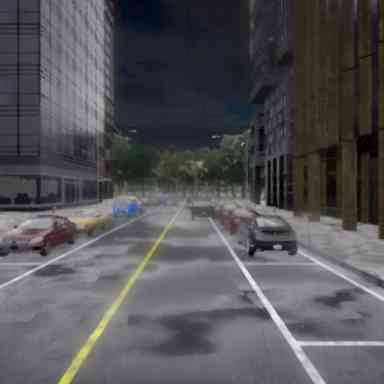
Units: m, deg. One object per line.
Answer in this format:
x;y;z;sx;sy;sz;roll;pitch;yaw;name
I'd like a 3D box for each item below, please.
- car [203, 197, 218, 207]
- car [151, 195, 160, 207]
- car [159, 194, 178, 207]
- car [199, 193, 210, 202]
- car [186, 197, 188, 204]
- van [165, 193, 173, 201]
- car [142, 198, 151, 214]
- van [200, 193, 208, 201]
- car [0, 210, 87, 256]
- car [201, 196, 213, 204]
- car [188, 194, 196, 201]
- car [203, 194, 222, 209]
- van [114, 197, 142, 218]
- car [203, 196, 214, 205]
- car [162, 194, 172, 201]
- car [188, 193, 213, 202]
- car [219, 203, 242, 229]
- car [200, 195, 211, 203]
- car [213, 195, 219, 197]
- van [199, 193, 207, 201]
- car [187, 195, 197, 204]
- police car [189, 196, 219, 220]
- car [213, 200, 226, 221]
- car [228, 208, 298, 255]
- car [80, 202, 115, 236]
2.743;1.481;50.952;2.008;1.369;4.403;0;0;0;car
-5.782;1.495;50.949;1.947;1.339;4.313;0;0;0;car
-3.099;1.423;48.321;2.128;1.511;4.902;0;0;0;car
2.734;1.224;72.703;2.192;1.841;5.009;0;0;0;car
0.700;1.290;43.466;2.097;1.767;4.553;0;0;2;car
-5.795;1.241;83.575;1.690;1.788;3.998;0;0;0;van
-5.776;1.500;34.637;2.008;1.369;4.403;0;0;0;car
2.732;1.246;78.140;1.690;1.788;3.998;0;0;0;van
-5.768;1.562;12.886;1.802;1.307;4.206;0;0;0;car
2.739;1.463;61.828;1.887;1.381;4.507;0;0;0;car
-0.029;1.280;78.691;1.837;1.490;4.892;0;0;0;car
2.745;1.251;45.514;2.192;1.841;5.009;0;0;0;car
-5.774;1.298;29.199;1.690;1.788;3.998;0;0;0;van
2.741;1.449;56.560;1.752;1.417;4.829;0;0;0;car
-5.793;1.344;78.137;1.967;1.590;4.097;0;0;0;car
0.886;1.298;37.439;2.097;1.767;4.553;0;0;0;car
2.755;1.517;18.327;1.887;1.381;4.507;0;0;0;car
2.737;1.354;67.265;1.967;1.590;4.097;0;0;0;car
2.747;1.468;40.247;1.752;1.417;4.829;0;0;0;car
2.730;1.241;83.578;1.690;1.788;3.998;0;0;0;van
-0.023;1.418;63.585;1.837;1.490;4.892;0;0;0;car
0.890;1.385;27.578;1.930;1.638;5.238;0;0;0;police car
2.753;1.509;23.765;1.887;1.381;4.507;0;0;0;car
2.757;1.531;12.889;2.008;1.369;4.403;0;0;0;car
-5.770;1.497;18.154;1.752;1.417;4.829;0;0;0;car
